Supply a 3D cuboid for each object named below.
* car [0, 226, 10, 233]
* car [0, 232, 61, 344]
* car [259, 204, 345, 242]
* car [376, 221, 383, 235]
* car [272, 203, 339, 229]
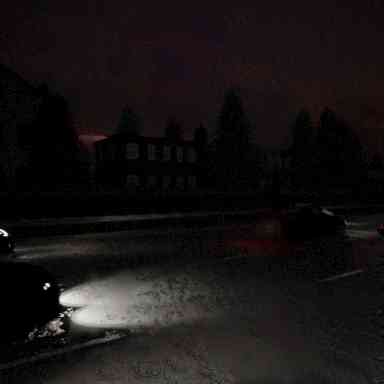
[{"bbox_3d":[-8.323,1.354,10.707,4.553,1.767,2.097,0,0,-36],"label":"car"},{"bbox_3d":[-4.253,1.565,5.012,4.181,1.385,1.994,0,0,-35],"label":"car"},{"bbox_3d":[5.481,1.453,16.252,5.008,1.535,1.882,0,0,-35],"label":"car"},{"bbox_3d":[10.776,1.569,15.732,4.718,1.301,1.895,0,0,-36],"label":"car"},{"bbox_3d":[7.622,1.492,22.098,4.674,1.442,1.812,0,0,-36],"label":"car"}]
